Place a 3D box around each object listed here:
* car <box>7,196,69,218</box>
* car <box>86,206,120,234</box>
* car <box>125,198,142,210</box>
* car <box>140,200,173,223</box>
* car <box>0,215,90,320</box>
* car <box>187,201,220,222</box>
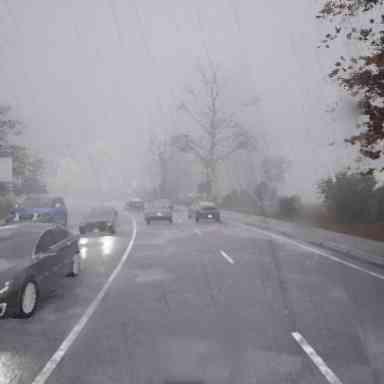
[{"bbox_3d":[-8.763,1.261,19.398,2.150,2.045,5.566,0,0,-9],"label":"car"},{"bbox_3d":[-5.256,1.561,19.547,2.033,1.411,5.357,0,0,-8],"label":"car"},{"bbox_3d":[-7.422,1.483,42.949,1.882,1.535,5.008,-1,0,-19],"label":"car"},{"bbox_3d":[-2.692,1.555,25.640,1.994,1.385,4.181,0,0,-11],"label":"car"},{"bbox_3d":[-3.906,1.516,7.421,1.837,1.490,4.892,0,0,-3],"label":"car"},{"bbox_3d":[0.825,1.471,25.937,1.837,1.490,4.892,0,0,-11],"label":"car"}]
